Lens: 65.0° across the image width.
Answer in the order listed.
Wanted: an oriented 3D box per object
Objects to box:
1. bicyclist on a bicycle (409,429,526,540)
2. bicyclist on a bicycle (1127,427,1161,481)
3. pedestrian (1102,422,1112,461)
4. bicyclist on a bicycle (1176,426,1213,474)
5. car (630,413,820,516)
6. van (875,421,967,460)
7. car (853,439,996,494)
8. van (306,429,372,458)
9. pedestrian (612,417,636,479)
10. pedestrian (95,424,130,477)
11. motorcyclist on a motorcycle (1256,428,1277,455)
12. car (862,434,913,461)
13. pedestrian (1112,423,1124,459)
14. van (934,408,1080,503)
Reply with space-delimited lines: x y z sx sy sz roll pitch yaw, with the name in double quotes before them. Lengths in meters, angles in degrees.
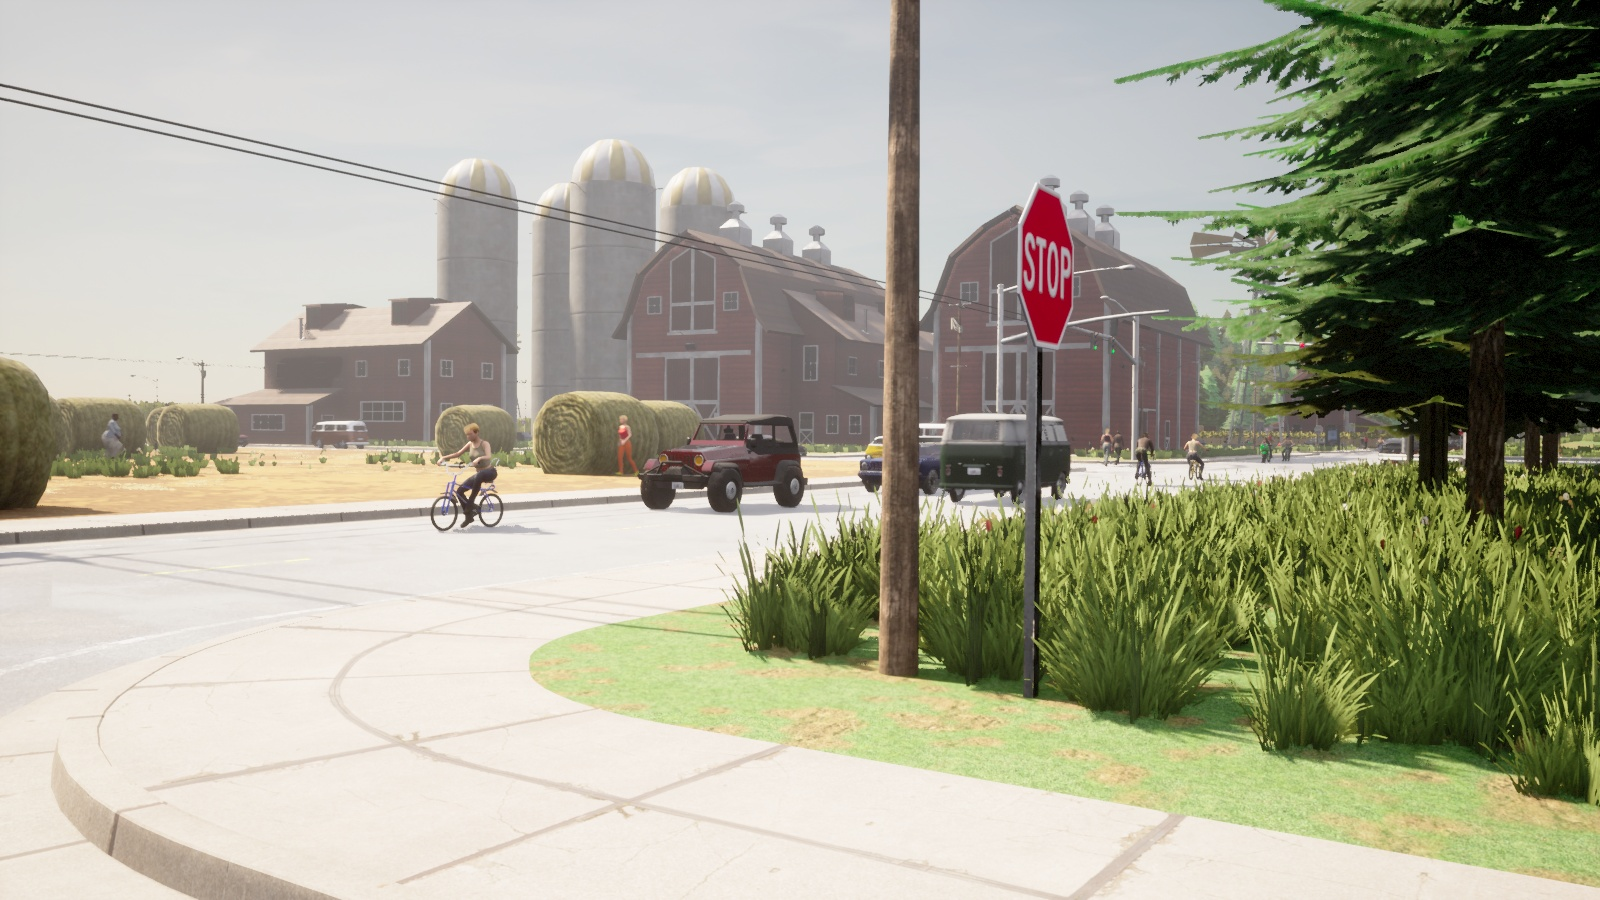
"bicyclist on a bicycle" -5.018 0.488 19.032 0.866 1.612 1.509 0 1 31
"bicyclist on a bicycle" 10.448 0.104 38.093 0.582 1.620 1.656 0 1 31
"pedestrian" 14.700 -0.413 60.137 0.345 1.836 0.594 0 1 27
"bicyclist on a bicycle" 13.684 -0.015 43.524 0.866 1.612 1.509 0 1 31
"car" -1.407 0.233 25.069 1.905 1.878 3.866 0 1 31
"van" 6.539 -0.539 67.837 4.480 2.038 2.069 0 1 30
"car" 3.359 0.385 33.049 1.895 1.301 4.718 0 1 31
"van" -33.265 -0.473 90.643 4.480 2.038 2.069 0 1 30
"pedestrian" -5.221 -0.060 37.235 0.345 1.836 0.594 0 1 37
"pedestrian" -24.083 0.009 43.991 0.900 1.855 0.874 -1 1 -18
"motorcyclist on a motorcycle" 26.969 -0.487 72.584 0.797 1.523 2.044 0 1 31
"car" 4.517 -0.138 64.968 2.207 1.376 1.481 0 1 30
"pedestrian" 15.836 -0.456 62.557 0.328 1.805 0.869 0 1 30
"van" 4.799 0.085 28.635 1.775 1.987 4.442 0 1 31
